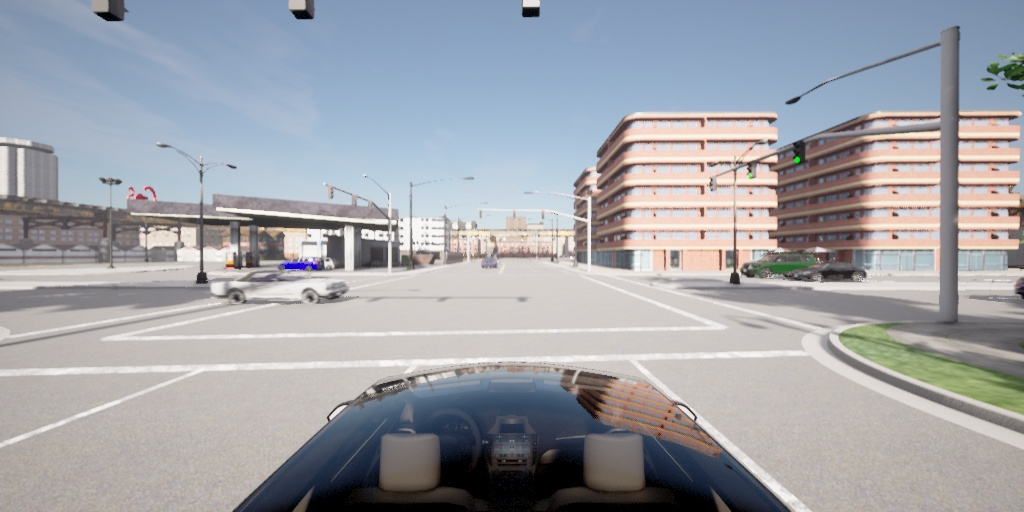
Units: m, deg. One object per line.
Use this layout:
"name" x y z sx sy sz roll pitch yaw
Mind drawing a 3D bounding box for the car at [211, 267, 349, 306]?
"car" -9.398 1.245 14.852 4.718 1.301 1.895 0 0 0

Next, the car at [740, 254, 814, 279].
"car" 22.085 0.845 29.694 5.566 2.045 2.150 0 0 1

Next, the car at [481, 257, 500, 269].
"car" -3.190 0.883 50.661 2.097 1.767 4.553 0 0 0

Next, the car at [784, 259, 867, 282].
"car" 23.070 1.166 26.176 4.674 1.442 1.812 0 0 0

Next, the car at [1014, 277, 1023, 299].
"car" 23.542 1.219 14.578 4.674 1.442 1.812 0 0 0
